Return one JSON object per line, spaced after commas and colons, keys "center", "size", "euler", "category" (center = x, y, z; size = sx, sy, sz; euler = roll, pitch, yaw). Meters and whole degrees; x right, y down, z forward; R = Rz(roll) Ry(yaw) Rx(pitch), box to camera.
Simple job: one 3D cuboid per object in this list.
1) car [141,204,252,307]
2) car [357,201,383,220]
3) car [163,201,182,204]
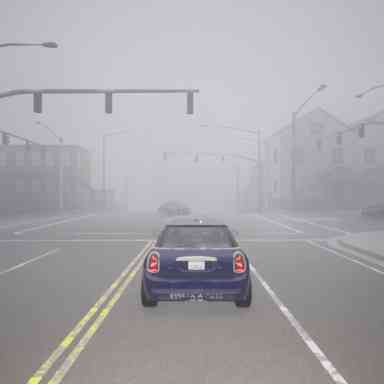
{"center": [0.095, 1.352, 8.141], "size": [2.097, 1.767, 4.553], "euler": [0, 0, 0], "category": "car"}
{"center": [16.442, 1.491, 27.722], "size": [4.902, 1.511, 2.128], "euler": [0, 0, -1], "category": "car"}
{"center": [-1.725, 1.515, 30.281], "size": [1.994, 1.385, 4.181], "euler": [0, 0, -24], "category": "car"}
